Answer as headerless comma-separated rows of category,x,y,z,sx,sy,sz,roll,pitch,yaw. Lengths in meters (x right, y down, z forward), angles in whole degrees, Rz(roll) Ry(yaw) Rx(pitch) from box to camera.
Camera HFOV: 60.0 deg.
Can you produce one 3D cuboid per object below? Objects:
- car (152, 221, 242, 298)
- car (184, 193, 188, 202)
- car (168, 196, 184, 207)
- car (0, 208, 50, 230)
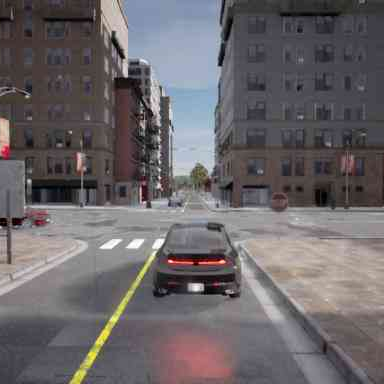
car,0.159,1.500,8.517,1.837,1.490,4.892,0,0,2
car,-2.429,1.457,66.253,2.033,1.411,5.357,0,0,1
car,-2.511,1.479,49.195,1.812,1.442,4.674,0,0,0
car,-11.503,1.451,20.817,5.008,1.535,1.882,1,1,0
